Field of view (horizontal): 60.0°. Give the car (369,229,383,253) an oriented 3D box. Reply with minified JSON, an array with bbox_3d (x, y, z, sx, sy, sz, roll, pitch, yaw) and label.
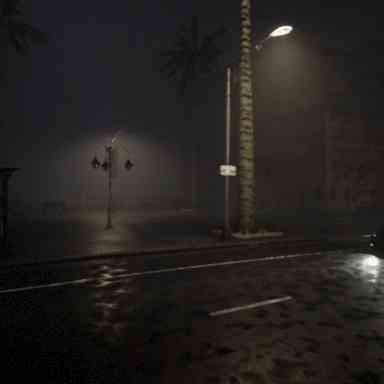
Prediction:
[{"bbox_3d":[8.851,1.685,12.785,4.181,1.385,1.994,1,0,-27],"label":"car"}]
